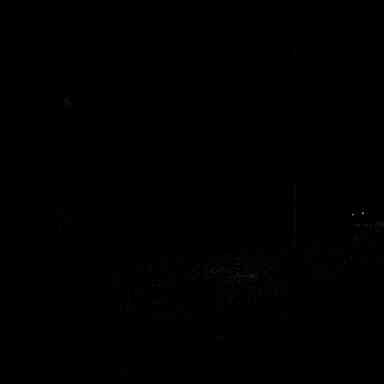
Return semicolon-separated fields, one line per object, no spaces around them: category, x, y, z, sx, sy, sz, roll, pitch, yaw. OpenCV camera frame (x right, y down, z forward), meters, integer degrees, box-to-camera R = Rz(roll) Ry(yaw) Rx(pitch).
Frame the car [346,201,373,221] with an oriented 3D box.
car;10.918;1.209;26.619;2.150;2.045;5.566;0;0;-35

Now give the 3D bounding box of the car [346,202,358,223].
car;9.380;1.539;24.399;1.947;1.339;4.313;0;0;-35

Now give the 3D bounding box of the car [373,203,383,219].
car;15.918;1.580;29.054;1.947;1.339;4.313;0;0;-35
